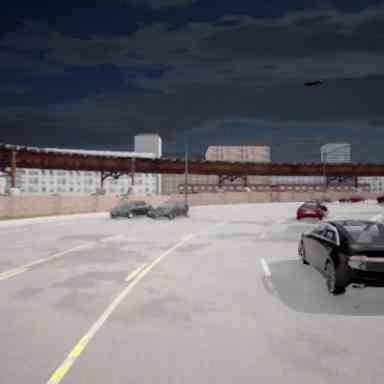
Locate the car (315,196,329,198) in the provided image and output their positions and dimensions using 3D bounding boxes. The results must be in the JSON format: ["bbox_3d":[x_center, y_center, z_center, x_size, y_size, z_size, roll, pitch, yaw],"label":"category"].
[{"bbox_3d":[22.749,1.382,58.542,4.181,1.385,1.994,-1,-1,-31],"label":"car"}]

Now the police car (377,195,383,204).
[{"bbox_3d":[31.445,1.039,52.595,5.238,1.638,1.930,-1,-1,-28],"label":"police car"}]

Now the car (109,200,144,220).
[{"bbox_3d":[-5.100,1.509,28.538,1.837,1.490,4.892,-1,0,25],"label":"car"}]

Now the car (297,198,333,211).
[{"bbox_3d":[9.679,1.435,26.526,1.994,1.385,4.181,-1,0,29],"label":"car"}]

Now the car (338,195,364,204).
[{"bbox_3d":[27.257,1.222,57.078,5.008,1.535,1.882,-1,-1,-29],"label":"car"}]

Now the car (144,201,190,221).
[{"bbox_3d":[-1.728,1.503,27.561,1.812,1.442,4.674,-1,0,25],"label":"car"}]

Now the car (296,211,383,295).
[{"bbox_3d":[4.065,1.468,8.535,2.128,1.511,4.902,0,0,7],"label":"car"}]
